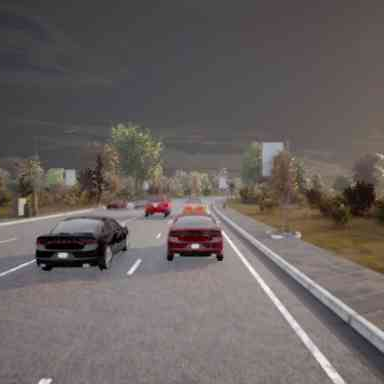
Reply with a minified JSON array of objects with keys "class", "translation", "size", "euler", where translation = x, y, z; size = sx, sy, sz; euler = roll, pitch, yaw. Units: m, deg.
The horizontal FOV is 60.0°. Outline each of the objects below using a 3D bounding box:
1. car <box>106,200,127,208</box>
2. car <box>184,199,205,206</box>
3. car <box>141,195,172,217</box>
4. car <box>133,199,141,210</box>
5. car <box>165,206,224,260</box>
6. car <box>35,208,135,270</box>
[{"class":"car","translation":[-10.174,1.759,45.012],"size":[1.895,1.301,4.718],"euler":[0,0,2]},{"class":"car","translation":[0.238,1.468,33.171],"size":[2.097,1.767,4.553],"euler":[0,0,1]},{"class":"car","translation":[-3.270,1.338,32.843],"size":[2.150,2.045,5.566],"euler":[0,0,1]},{"class":"car","translation":[-6.651,1.708,45.681],"size":[2.033,1.411,5.357],"euler":[0,0,2]},{"class":"car","translation":[0.104,1.523,12.719],"size":[1.882,1.535,5.008],"euler":[0,0,0]},{"class":"car","translation":[-3.398,1.517,11.229],"size":[1.882,1.535,5.008],"euler":[0,0,0]}]
